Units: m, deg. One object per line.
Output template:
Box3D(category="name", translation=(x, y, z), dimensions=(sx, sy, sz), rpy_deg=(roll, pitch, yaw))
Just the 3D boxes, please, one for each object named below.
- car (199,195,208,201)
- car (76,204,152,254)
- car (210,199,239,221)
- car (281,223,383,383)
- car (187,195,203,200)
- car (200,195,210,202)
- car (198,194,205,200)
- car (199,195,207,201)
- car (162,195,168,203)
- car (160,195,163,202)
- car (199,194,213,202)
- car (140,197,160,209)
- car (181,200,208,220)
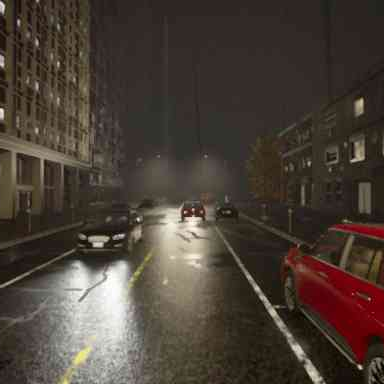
Box3D(category="car", translation=(2.697, 1.400, 76.473), dimensions=(1.947, 1.339, 4.313), rpy_deg=(1, 0, 0))
Box3D(category="car", translation=(-3.081, 1.470, 13.390), dimensions=(2.128, 1.511, 4.902), rpy_deg=(0, 0, 0))
Box3D(category="car", translation=(2.701, 1.521, 26.559), dimensions=(1.947, 1.339, 4.313), rpy_deg=(1, 0, 0))
Box3D(category="car", translation=(2.706, 1.309, 4.376), dimensions=(2.192, 1.841, 5.009), rpy_deg=(1, 0, 0))
Box3D(category="car", translation=(0.097, 1.514, 45.264), dimensions=(1.895, 1.301, 4.718), rpy_deg=(0, 0, 0))
Box3D(category="car", translation=(2.698, 1.395, 70.927), dimensions=(1.887, 1.381, 4.507), rpy_deg=(1, 0, 0))
Box3D(category="car", translation=(2.697, 1.311, 92.678), dimensions=(1.752, 1.417, 4.829), rpy_deg=(1, 0, 0))
Box3D(category="car", translation=(2.696, 1.383, 82.017), dimensions=(1.947, 1.339, 4.313), rpy_deg=(1, 0, 0))
Box3D(category="car", translation=(-5.680, 1.305, 65.377), dimensions=(1.967, 1.590, 4.097), rpy_deg=(1, 0, 0))
Box3D(category="car", translation=(-5.682, 1.487, 48.739), dimensions=(1.802, 1.307, 4.206), rpy_deg=(1, 0, 0))
Box3D(category="car", translation=(2.702, 1.195, 59.834), dimensions=(2.192, 1.841, 5.009), rpy_deg=(1, 0, 0))
Box3D(category="car", translation=(-5.681, 1.484, 43.194), dimensions=(1.947, 1.339, 4.313), rpy_deg=(1, 0, 0))
Box3D(category="car", translation=(0.098, 1.553, 27.359), dimensions=(1.895, 1.301, 4.718), rpy_deg=(0, 0, 0))
